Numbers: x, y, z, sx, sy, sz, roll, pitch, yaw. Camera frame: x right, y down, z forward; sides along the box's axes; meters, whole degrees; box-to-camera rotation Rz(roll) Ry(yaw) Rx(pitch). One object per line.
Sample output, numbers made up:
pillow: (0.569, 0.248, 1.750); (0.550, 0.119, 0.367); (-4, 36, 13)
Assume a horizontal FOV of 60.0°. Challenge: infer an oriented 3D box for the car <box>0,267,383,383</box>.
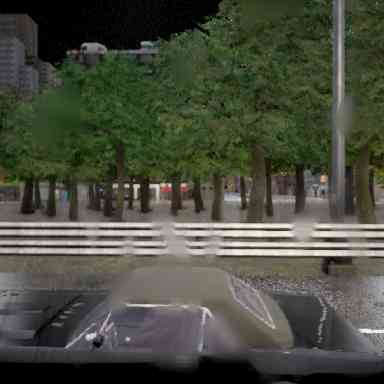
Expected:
car: (-0.557, 1.595, 3.735); (4.718, 1.301, 1.895); (0, 0, 2)
